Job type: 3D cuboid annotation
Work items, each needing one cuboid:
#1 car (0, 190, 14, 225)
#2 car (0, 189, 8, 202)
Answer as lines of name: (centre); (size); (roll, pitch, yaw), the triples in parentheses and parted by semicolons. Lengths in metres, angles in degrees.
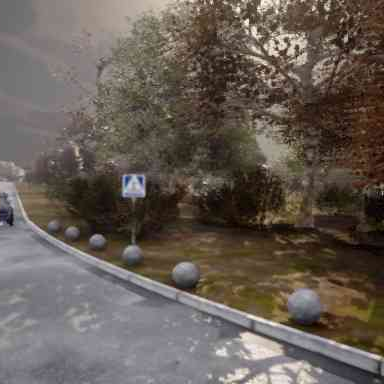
car: (-11.840, 0.913, 19.660); (2.097, 1.767, 4.553); (1, 2, -32)
car: (-22.334, 0.391, 38.390); (1.895, 1.301, 4.718); (1, 2, -29)
